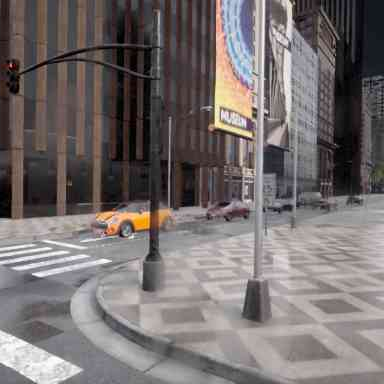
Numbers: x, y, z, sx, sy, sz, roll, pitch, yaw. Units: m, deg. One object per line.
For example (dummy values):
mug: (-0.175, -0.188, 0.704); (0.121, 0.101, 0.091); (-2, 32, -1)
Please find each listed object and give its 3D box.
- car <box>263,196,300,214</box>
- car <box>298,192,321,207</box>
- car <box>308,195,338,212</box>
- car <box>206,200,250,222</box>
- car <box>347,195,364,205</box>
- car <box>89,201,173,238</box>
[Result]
car: (8.906, 1.372, 34.100); (2.033, 1.411, 5.357); (1, 1, 35)
car: (15.103, 1.003, 42.759); (2.150, 2.045, 5.566); (1, 1, 35)
car: (14.780, 1.362, 36.869); (1.837, 1.490, 4.892); (1, 1, 35)
car: (2.897, 1.391, 25.616); (1.812, 1.442, 4.674); (1, 1, 36)
car: (25.772, 1.275, 52.416); (1.837, 1.490, 4.892); (1, -1, 36)
car: (-3.043, 1.257, 17.261); (2.097, 1.767, 4.553); (1, 1, 36)
